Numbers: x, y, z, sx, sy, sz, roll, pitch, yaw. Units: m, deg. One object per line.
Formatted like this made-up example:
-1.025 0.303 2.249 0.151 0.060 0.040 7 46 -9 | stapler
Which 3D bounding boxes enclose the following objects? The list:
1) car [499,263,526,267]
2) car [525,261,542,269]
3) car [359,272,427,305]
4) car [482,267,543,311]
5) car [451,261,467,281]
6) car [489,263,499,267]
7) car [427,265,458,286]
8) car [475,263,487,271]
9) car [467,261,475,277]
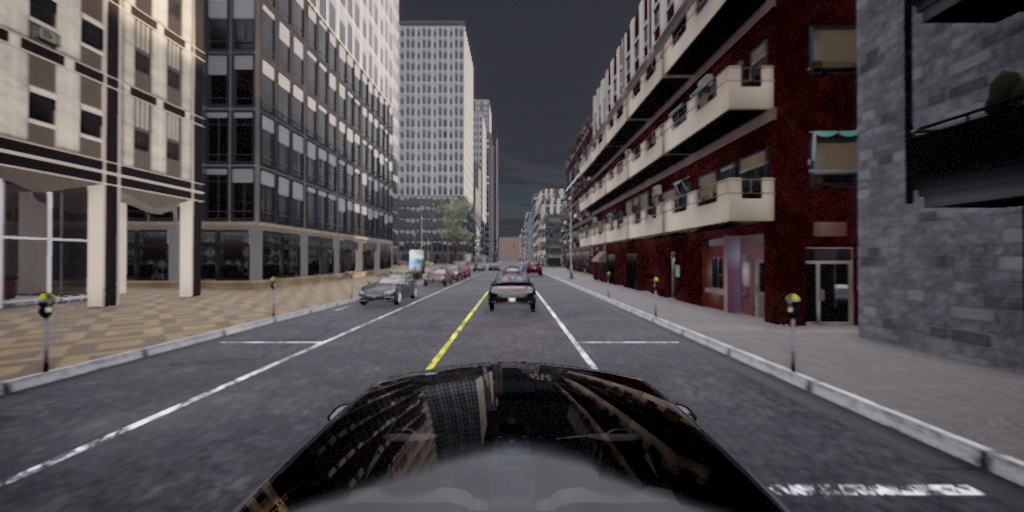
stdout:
0.023 1.576 30.739 1.812 1.442 4.674 0 0 0 | car
2.695 1.512 44.670 2.192 1.841 5.009 0 0 0 | car
-5.689 1.457 16.917 2.007 1.370 4.403 0 0 0 | car
0.018 1.383 15.351 2.128 1.511 4.902 0 0 0 | car
-5.687 1.520 33.569 1.967 1.591 4.097 0 0 0 | car
-3.048 1.926 61.555 2.033 1.411 5.357 0 -1 1 | car
-5.687 1.604 28.019 1.802 1.307 4.207 0 0 0 | car
-5.683 1.942 61.322 1.948 1.339 4.313 0 0 0 | car
-5.685 1.453 39.120 2.192 1.841 5.009 0 0 0 | car
